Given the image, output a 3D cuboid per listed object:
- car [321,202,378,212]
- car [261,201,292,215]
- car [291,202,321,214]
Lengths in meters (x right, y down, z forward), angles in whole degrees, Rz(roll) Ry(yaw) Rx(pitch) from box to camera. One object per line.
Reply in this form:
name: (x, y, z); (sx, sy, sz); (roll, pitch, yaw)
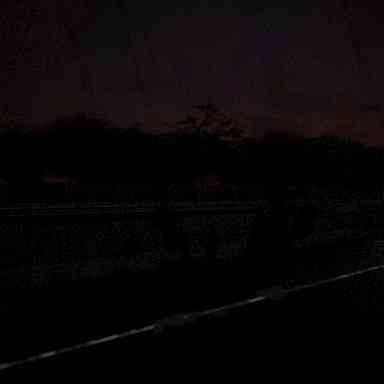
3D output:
car: (12.557, 1.554, 25.861); (5.008, 1.535, 1.882); (0, 0, -35)
car: (8.608, 1.603, 31.644); (4.674, 1.442, 1.812); (0, 0, -35)
car: (11.041, 1.644, 29.079); (4.181, 1.385, 1.994); (0, 0, -36)
